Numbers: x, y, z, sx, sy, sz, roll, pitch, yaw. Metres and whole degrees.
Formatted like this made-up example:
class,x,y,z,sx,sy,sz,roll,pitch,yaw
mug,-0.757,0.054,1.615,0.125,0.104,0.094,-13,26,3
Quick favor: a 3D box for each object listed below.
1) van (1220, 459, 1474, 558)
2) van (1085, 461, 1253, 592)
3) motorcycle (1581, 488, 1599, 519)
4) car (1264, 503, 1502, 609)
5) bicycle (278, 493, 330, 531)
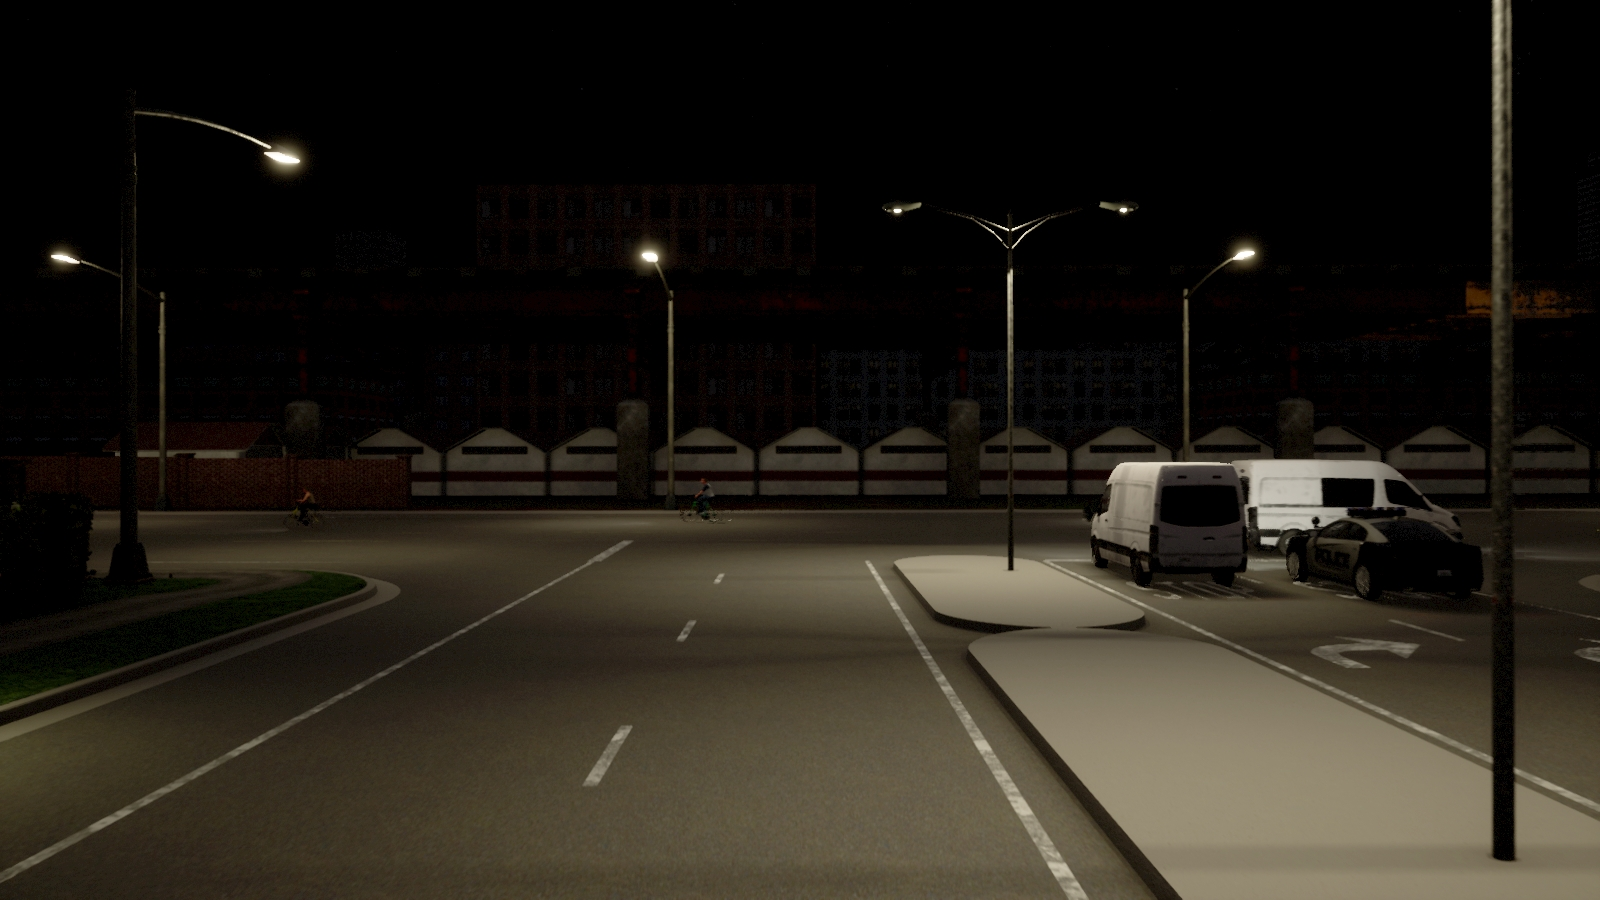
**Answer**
class,x,y,z,sx,sy,sz,roll,pitch,yaw
van,14.672,1.544,30.868,5.915,2.561,1.988,0,0,0
van,8.056,1.552,25.630,1.988,2.561,5.915,0,0,1
motorcycle,32.997,2.172,46.541,1.805,1.236,0.856,0,0,-1
car,11.374,1.989,22.828,2.097,1.638,5.238,0,0,0
bicycle,-17.991,2.241,41.463,1.487,1.301,0.859,0,0,0
